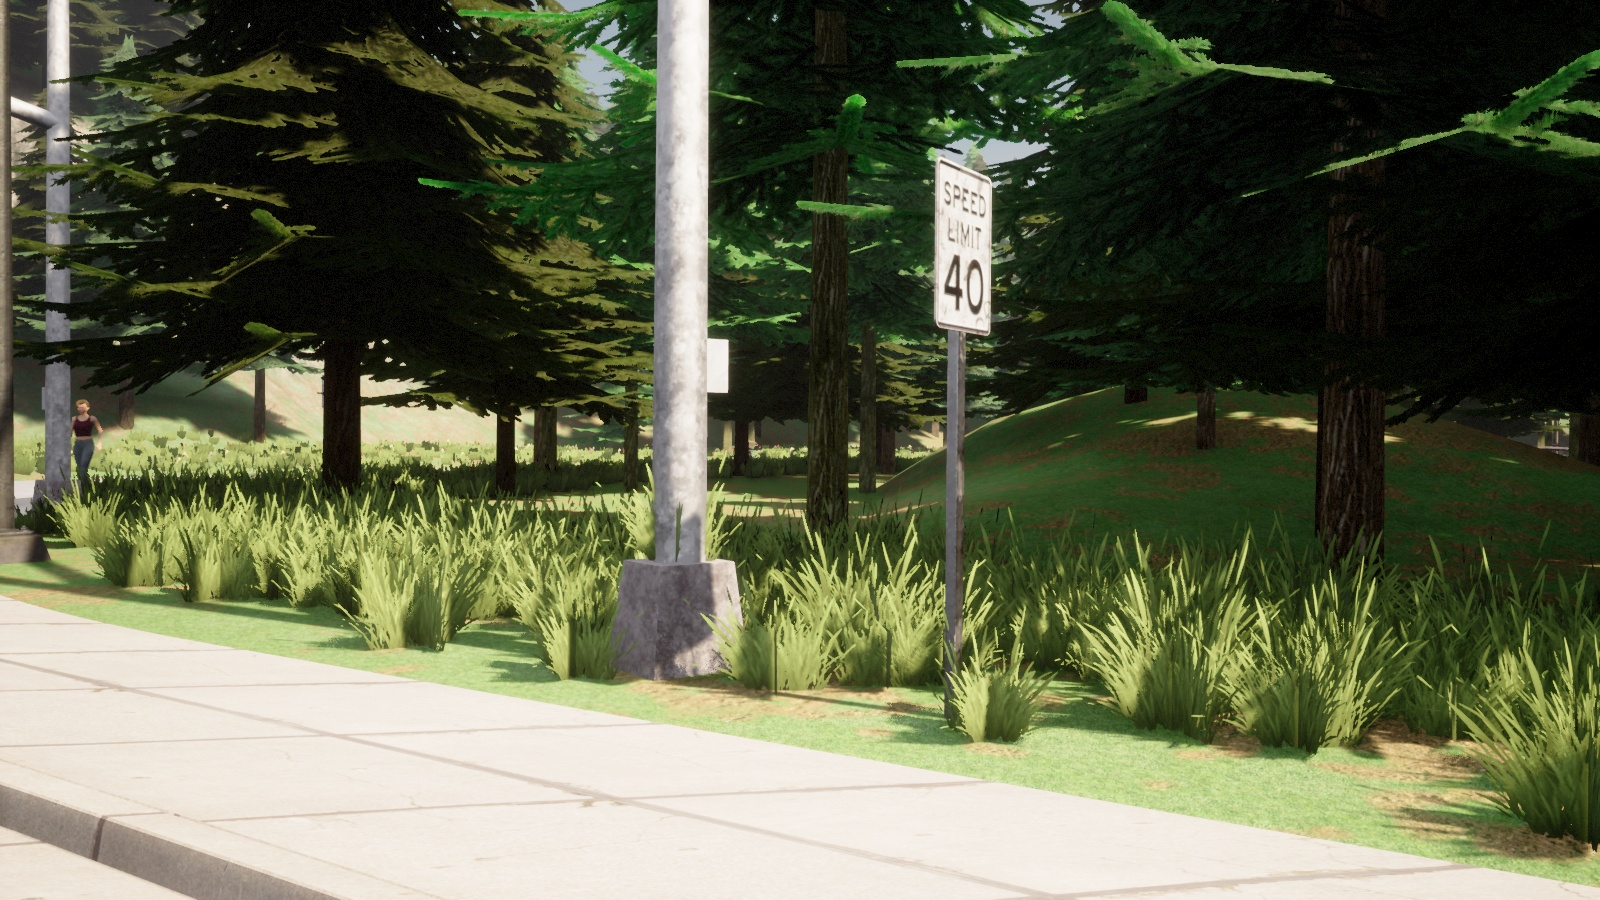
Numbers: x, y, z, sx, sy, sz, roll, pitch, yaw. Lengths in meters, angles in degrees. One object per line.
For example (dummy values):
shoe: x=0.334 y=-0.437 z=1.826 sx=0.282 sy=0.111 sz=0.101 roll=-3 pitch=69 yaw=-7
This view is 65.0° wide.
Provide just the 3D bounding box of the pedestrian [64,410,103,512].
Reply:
pedestrian: x=-13.158 y=0.198 z=23.074 sx=0.345 sy=1.836 sz=0.594 roll=-1 pitch=1 yaw=-1
